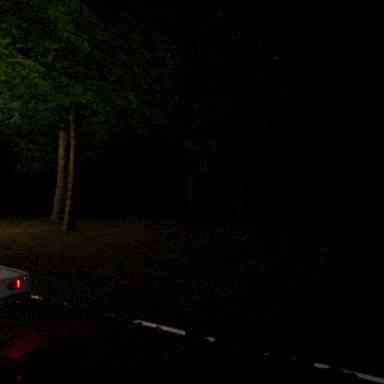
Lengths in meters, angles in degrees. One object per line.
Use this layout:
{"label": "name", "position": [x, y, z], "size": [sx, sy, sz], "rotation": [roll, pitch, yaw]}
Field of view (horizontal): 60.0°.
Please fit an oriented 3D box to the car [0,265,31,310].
{"label": "car", "position": [-5.490, 1.721, 6.680], "size": [4.718, 1.301, 1.895], "rotation": [0, -1, 30]}
